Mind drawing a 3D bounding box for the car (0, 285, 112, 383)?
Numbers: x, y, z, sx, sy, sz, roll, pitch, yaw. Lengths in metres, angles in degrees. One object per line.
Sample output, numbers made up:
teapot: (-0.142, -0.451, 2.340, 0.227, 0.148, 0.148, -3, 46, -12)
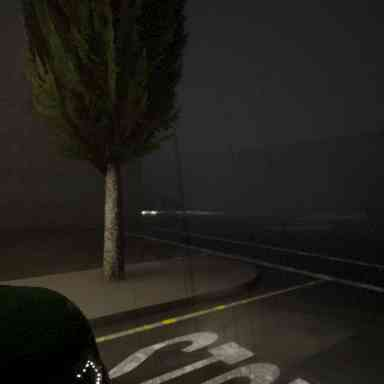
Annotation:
car: (-3.163, 1.222, 1.482, 5.566, 2.045, 2.150, 0, 0, -36)

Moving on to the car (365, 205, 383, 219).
car: (16.552, 1.489, 26.687, 2.128, 1.511, 4.902, 0, 0, -35)

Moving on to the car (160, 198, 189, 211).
car: (-2.228, 1.490, 40.880, 2.128, 1.511, 4.902, 0, 0, -35)

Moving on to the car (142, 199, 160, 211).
car: (-6.110, 1.563, 40.321, 1.994, 1.385, 4.181, 0, 0, -35)

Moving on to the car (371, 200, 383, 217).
car: (18.785, 1.522, 29.573, 1.812, 1.442, 4.674, 0, 0, -35)
